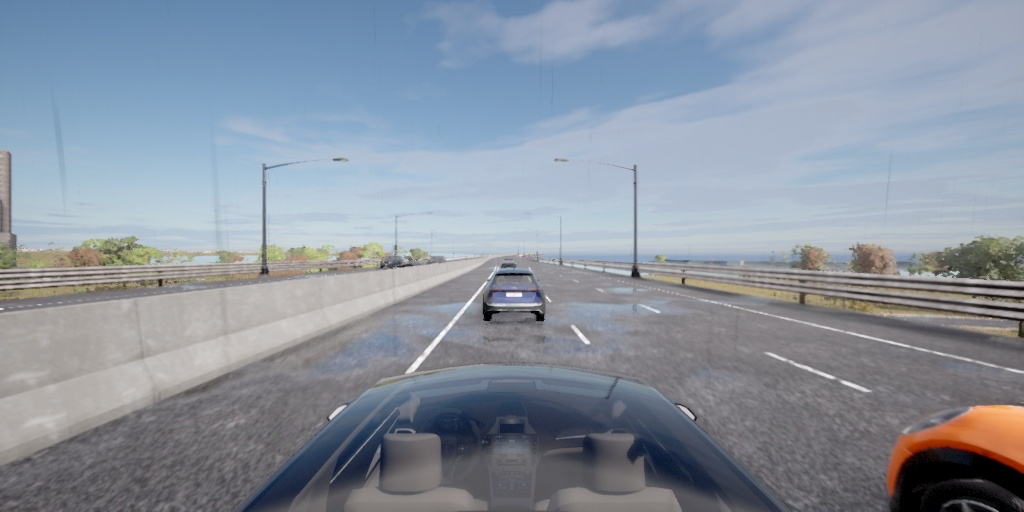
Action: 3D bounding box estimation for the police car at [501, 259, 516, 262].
[{"bbox_3d":[-0.427,1.151,43.646,1.930,1.638,5.238,0,0,-1],"label":"police car"}]

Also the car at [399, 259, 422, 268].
[{"bbox_3d":[-14.806,1.319,53.520,1.895,1.301,4.718,0,0,-1],"label":"car"}]

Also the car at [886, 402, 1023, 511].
[{"bbox_3d":[3.592,1.101,0.502,2.097,1.767,4.553,0,0,0],"label":"car"}]

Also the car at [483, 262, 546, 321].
[{"bbox_3d":[0.053,1.176,12.528,2.033,1.649,4.856,0,0,0],"label":"car"}]

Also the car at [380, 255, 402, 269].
[{"bbox_3d":[-18.334,0.926,54.879,2.150,2.045,5.566,0,0,-2],"label":"car"}]

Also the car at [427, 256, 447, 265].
[{"bbox_3d":[-11.324,0.941,54.491,2.150,2.045,5.566,0,0,-1],"label":"car"}]
